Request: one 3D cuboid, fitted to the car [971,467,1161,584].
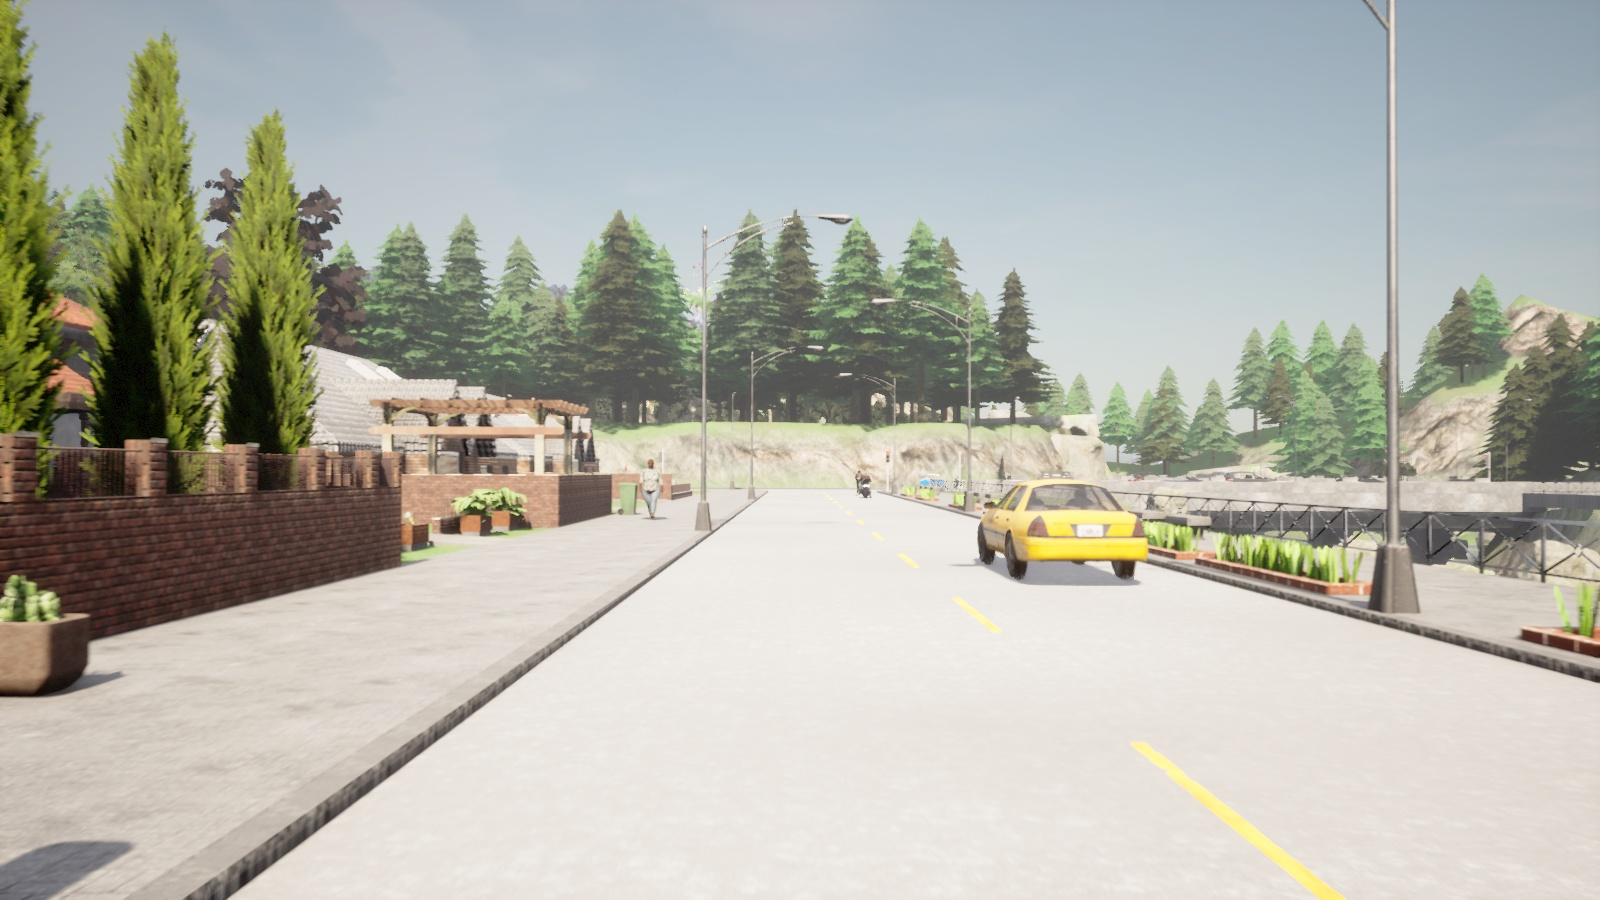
[{"bbox_3d":[3.954,1.067,19.633,1.801,1.575,5.366,0,-1,0],"label":"car"}]

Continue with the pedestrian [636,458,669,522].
[{"bbox_3d":[-4.299,1.157,36.724,0.874,1.855,0.900,0,-1,-1],"label":"pedestrian"}]
